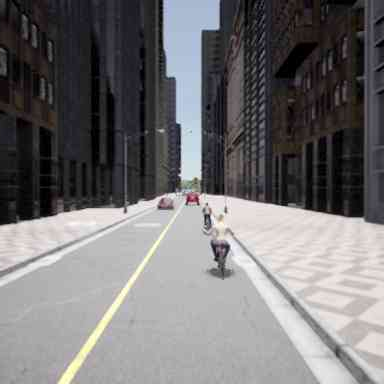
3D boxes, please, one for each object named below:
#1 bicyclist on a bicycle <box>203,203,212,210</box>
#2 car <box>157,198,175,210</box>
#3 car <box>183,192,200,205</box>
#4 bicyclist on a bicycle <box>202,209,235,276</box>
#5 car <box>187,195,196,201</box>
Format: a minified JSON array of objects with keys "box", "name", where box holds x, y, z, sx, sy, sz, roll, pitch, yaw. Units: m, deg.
[{"box":[0.821,1.399,17.868,0.582,1.620,1.656,0,0,0],"name":"bicyclist on a bicycle"},{"box":[-3.103,1.401,40.017,1.812,1.442,4.674,0,0,0],"name":"car"},{"box":[0.081,1.043,55.191,2.150,2.045,5.566,0,0,0],"name":"car"},{"box":[0.795,1.409,9.229,0.866,1.612,1.509,0,0,0],"name":"bicyclist on a bicycle"},{"box":[-0.023,1.349,73.945,1.895,1.301,4.718,0,0,0],"name":"car"}]
